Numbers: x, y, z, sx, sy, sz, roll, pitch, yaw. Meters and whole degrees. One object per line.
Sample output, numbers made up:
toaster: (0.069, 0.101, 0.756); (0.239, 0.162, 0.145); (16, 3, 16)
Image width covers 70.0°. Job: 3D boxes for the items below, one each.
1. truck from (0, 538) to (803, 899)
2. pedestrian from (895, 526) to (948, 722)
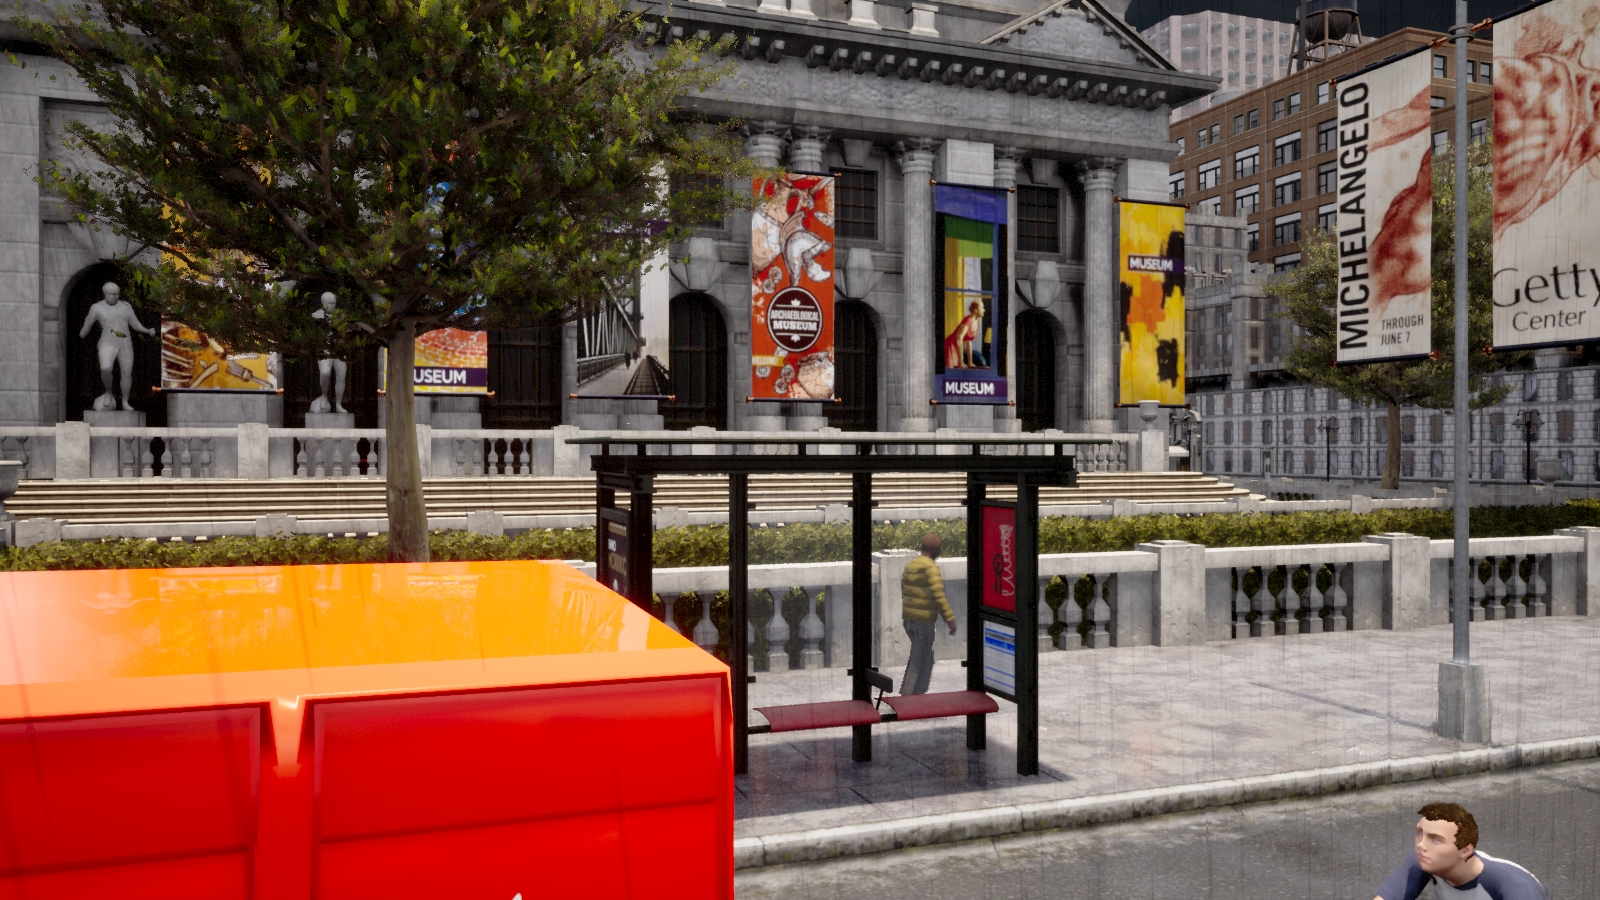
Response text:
truck: (-2.888, 1.568, 2.235); (5.204, 2.467, 2.627); (0, 0, -20)
pedestrian: (1.198, 1.699, 11.291); (0.375, 1.860, 0.375); (0, 0, -27)
